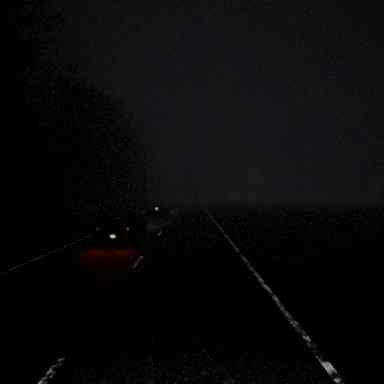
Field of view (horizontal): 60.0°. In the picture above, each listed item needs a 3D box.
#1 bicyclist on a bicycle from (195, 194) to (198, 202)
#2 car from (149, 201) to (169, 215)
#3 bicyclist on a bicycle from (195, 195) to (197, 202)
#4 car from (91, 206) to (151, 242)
[{"bbox_3d":[0.979,1.395,70.886,0.659,1.776,1.843,0,0,0],"label":"bicyclist on a bicycle"},{"bbox_3d":[-3.391,1.575,33.932,1.994,1.385,4.181,0,0,0],"label":"car"},{"bbox_3d":[0.982,1.480,79.891,0.582,1.620,1.656,0,0,0],"label":"bicyclist on a bicycle"},{"bbox_3d":[-3.395,1.606,16.474,1.895,1.301,4.718,0,0,0],"label":"car"}]
